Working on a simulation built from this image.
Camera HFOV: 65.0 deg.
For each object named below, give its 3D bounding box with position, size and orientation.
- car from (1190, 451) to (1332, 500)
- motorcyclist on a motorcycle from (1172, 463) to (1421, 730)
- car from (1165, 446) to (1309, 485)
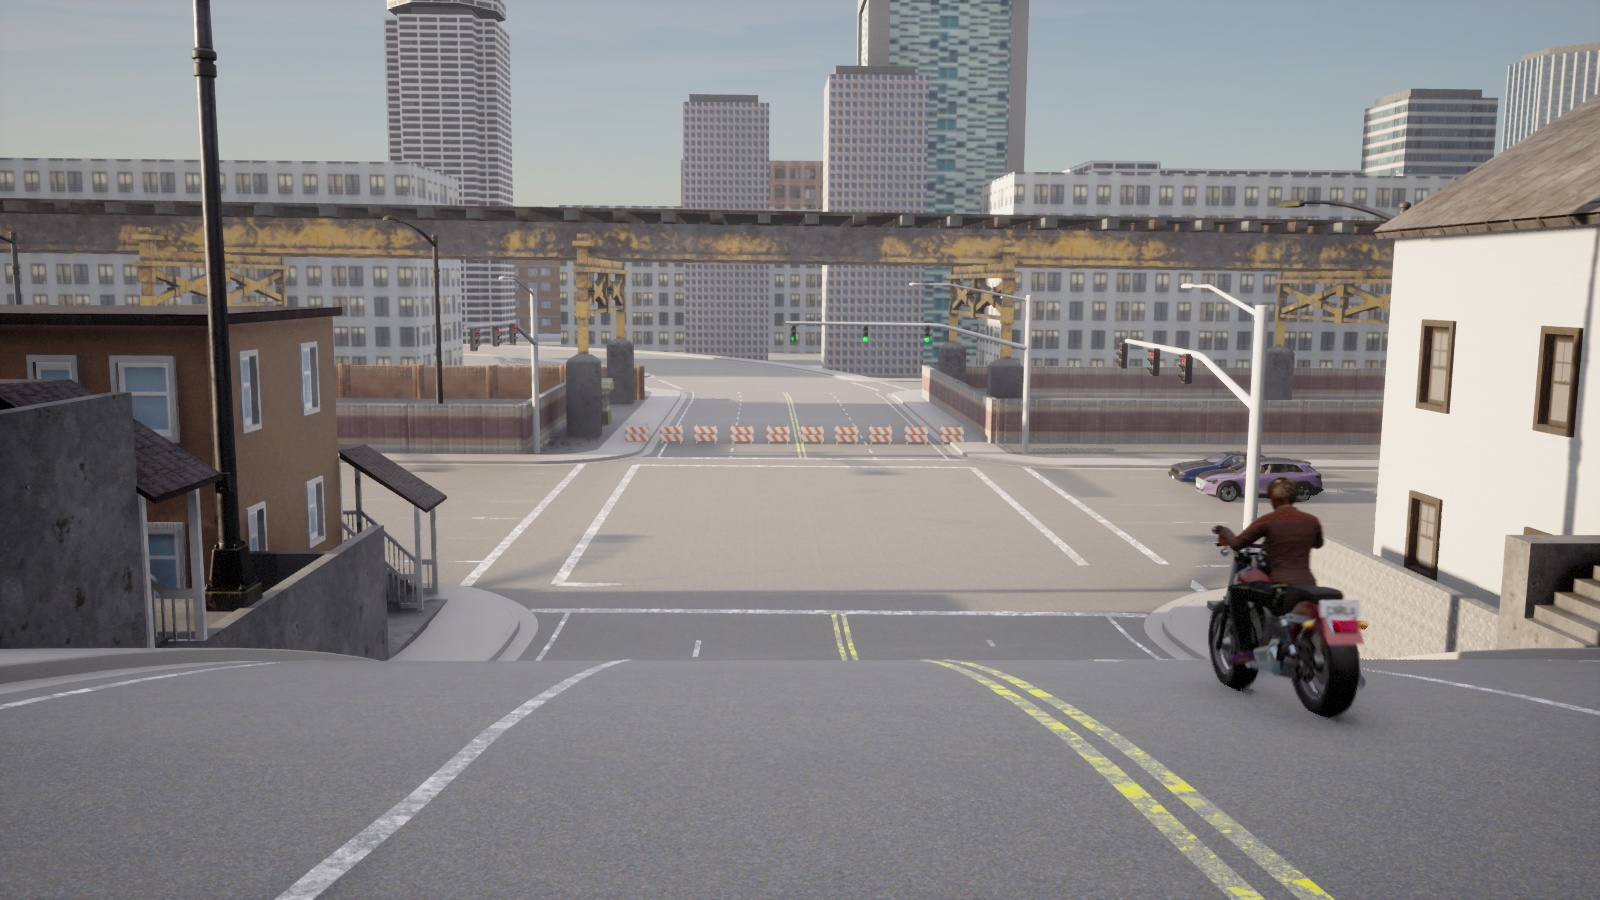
[{"bbox_3d":[18.340,0.990,50.133,4.856,1.649,2.033,0,8,0],"label":"car"},{"bbox_3d":[3.433,0.999,8.990,0.766,1.649,2.350,0,-5,-1],"label":"motorcyclist on a motorcycle"},{"bbox_3d":[18.605,0.645,53.623,5.357,1.411,2.033,0,8,0],"label":"car"}]
